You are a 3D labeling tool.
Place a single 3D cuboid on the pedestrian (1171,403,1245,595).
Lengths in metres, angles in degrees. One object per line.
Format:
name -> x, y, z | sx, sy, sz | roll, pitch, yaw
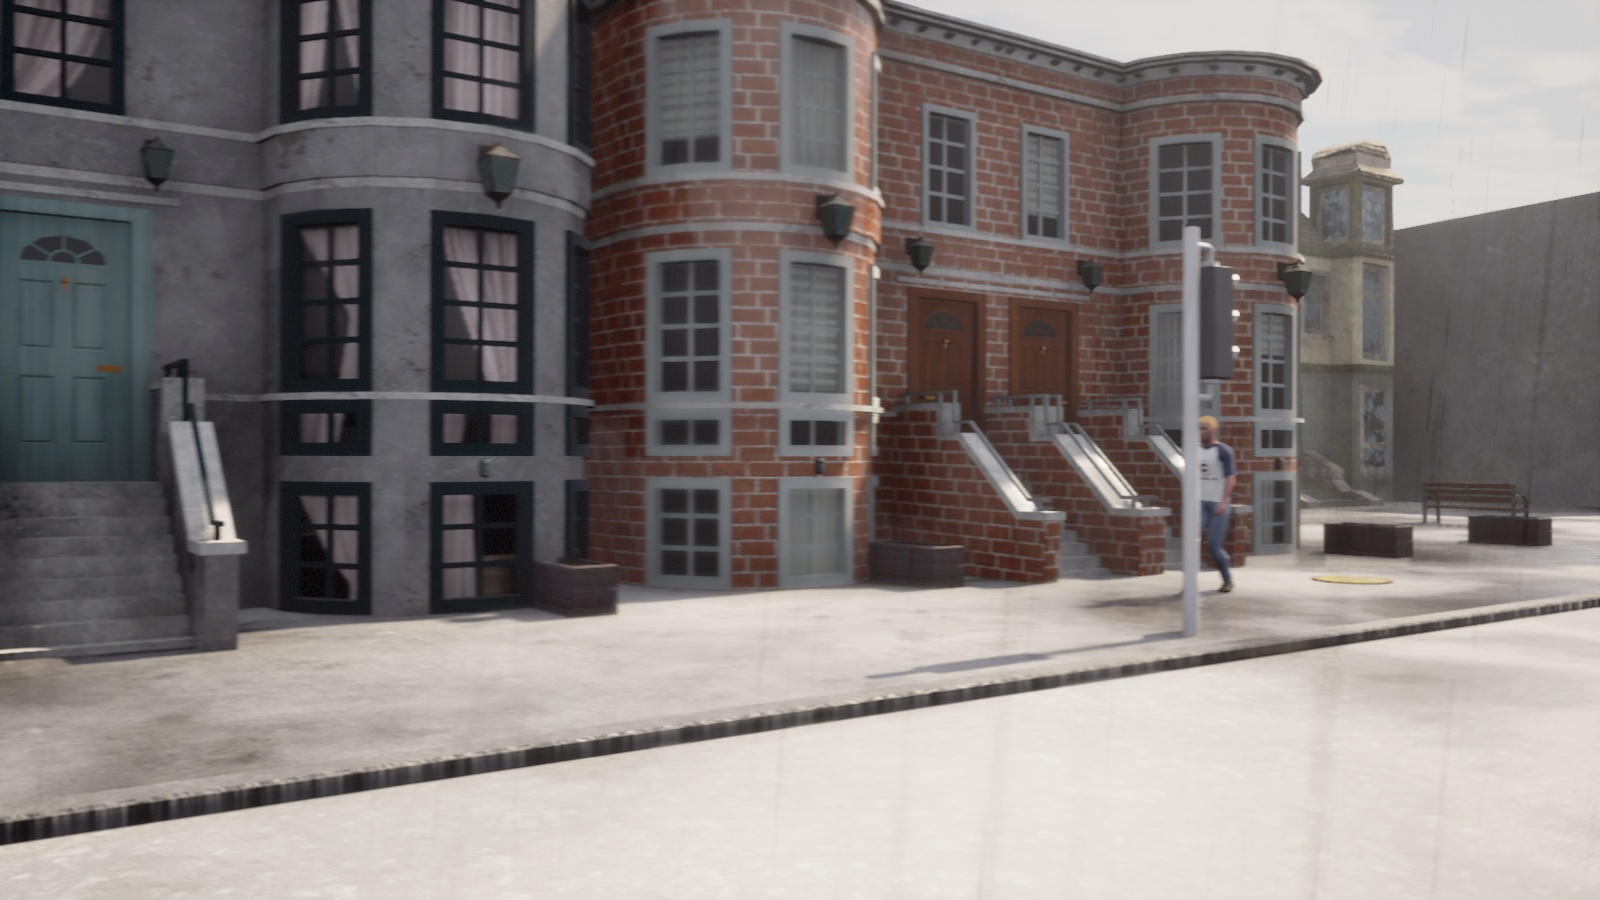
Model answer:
pedestrian -> 4.022, 0.473, 12.371 | 0.706, 1.836, 0.354 | 0, 0, -37
